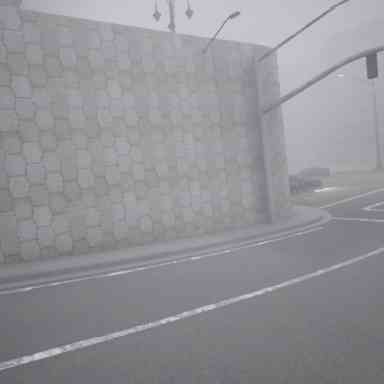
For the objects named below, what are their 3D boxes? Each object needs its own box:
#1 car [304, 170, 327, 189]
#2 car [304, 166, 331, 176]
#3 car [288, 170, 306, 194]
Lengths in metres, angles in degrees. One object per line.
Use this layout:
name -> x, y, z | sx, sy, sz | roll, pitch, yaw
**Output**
car -> 9.636, -0.903, 30.404 | 1.994, 1.385, 4.181 | -10, 6, -34
car -> 14.919, -2.474, 41.282 | 1.994, 1.385, 4.181 | -10, 6, -35
car -> 6.814, -0.600, 28.342 | 2.097, 1.767, 4.553 | -10, 6, -35
